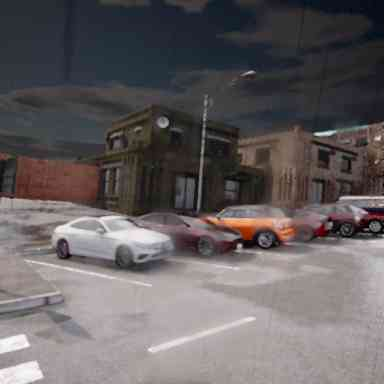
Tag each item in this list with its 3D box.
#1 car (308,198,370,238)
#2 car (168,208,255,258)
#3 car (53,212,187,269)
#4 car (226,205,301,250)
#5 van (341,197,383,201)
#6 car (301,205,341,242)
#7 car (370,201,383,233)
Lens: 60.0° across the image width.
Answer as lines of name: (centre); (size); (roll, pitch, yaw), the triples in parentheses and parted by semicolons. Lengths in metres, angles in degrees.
car: (6.813, 1.372, 18.042); (4.553, 1.767, 2.185); (-1, -1, 34)
car: (-0.330, 1.511, 12.826); (4.792, 1.488, 2.163); (-1, -1, 34)
car: (-2.737, 1.516, 11.098); (4.674, 1.452, 2.002); (-1, -1, 34)
car: (2.048, 1.361, 14.563); (4.553, 1.767, 2.185); (-1, -1, 34)
van: (11.455, 1.284, 21.598); (4.442, 1.987, 1.878); (-1, -1, 34)
car: (4.382, 1.522, 16.336); (4.792, 1.488, 2.163); (-1, -1, 34)
car: (9.171, 1.503, 19.805); (5.008, 1.535, 2.097); (-1, -1, 34)
